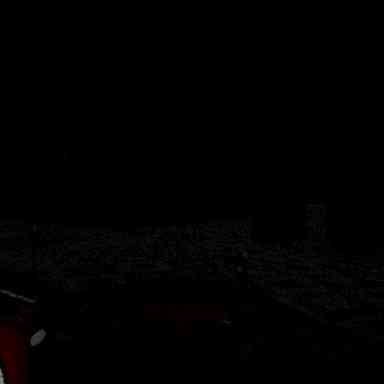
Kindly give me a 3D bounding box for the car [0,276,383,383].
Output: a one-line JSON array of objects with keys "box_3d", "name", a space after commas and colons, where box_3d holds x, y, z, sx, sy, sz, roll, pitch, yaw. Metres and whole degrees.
[{"box_3d": [-0.364, 1.544, 3.220, 4.507, 1.381, 1.887, 0, 0, 36], "name": "car"}]
